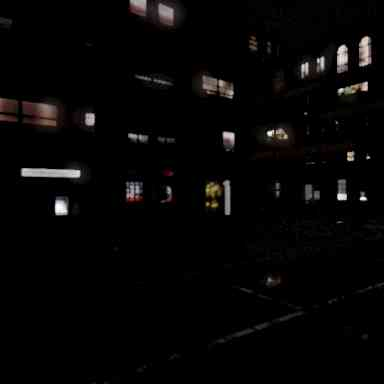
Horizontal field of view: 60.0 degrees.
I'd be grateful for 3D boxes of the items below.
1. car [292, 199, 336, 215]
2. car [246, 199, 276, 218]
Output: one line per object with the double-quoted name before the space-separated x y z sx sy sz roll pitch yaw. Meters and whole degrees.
"car" 11.567 1.387 31.959 2.008 1.369 4.403 -1 0 -36
"car" 4.957 1.282 27.210 1.967 1.590 4.097 -1 0 -36
